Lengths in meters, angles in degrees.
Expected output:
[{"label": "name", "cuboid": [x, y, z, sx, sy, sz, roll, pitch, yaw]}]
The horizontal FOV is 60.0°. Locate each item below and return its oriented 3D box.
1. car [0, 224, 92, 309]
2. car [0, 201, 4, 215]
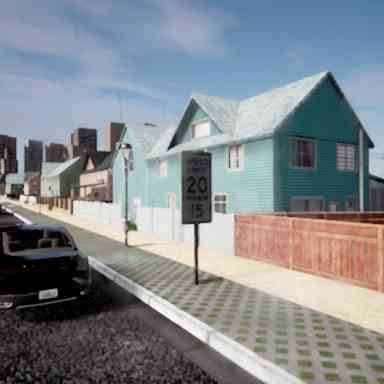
[{"label": "car", "cuboid": [-3.759, 1.499, 7.738, 1.837, 1.490, 4.892, 0, 0, -33]}, {"label": "car", "cuboid": [-19.809, 1.469, 32.945, 2.128, 1.511, 4.902, 0, 0, -32]}]
